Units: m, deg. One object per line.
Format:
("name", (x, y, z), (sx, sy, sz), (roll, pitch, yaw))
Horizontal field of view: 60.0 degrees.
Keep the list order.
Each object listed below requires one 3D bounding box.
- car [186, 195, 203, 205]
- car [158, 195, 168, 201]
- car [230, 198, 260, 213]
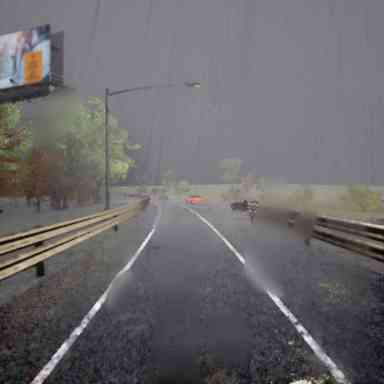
("car", (0.354, 1.306, 56.772), (2.097, 1.767, 4.553), (0, 0, -15))
("car", (-7.432, 1.468, 85.862), (1.882, 1.535, 5.008), (0, 0, -15))
("car", (5.765, 1.413, 36.568), (2.128, 1.511, 4.902), (0, 0, -15))
